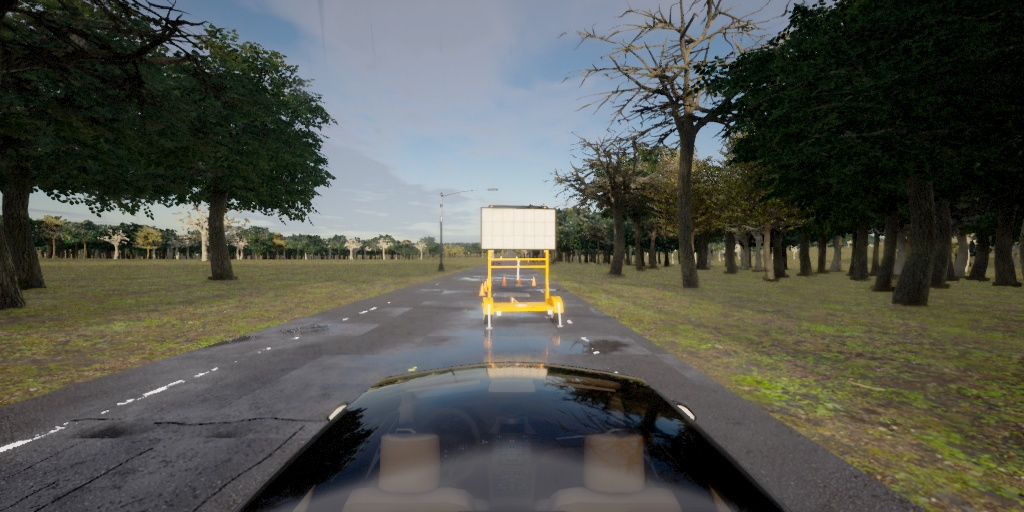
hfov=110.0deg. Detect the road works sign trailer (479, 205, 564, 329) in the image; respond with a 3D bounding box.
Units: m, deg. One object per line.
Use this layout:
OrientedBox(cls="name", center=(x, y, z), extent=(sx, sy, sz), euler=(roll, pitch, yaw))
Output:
OrientedBox(cls="road works sign trailer", center=(0.183, 0.215, 11.356), extent=(2.380, 3.560, 2.880), euler=(0, 0, -8))
